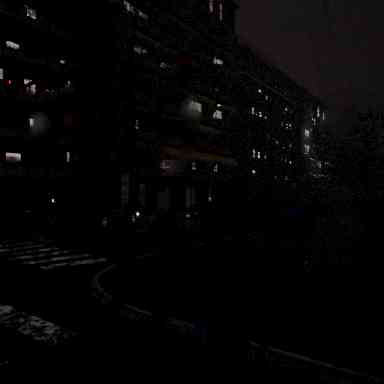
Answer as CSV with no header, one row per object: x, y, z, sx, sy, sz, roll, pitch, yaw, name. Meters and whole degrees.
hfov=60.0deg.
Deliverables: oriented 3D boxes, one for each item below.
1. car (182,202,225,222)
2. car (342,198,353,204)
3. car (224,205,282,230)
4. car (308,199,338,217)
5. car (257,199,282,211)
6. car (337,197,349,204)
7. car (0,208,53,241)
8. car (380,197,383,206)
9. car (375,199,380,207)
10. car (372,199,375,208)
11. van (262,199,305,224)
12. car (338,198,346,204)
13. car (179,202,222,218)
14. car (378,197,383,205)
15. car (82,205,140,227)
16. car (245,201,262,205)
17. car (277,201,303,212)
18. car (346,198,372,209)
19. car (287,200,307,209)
1.131,1.676,28.539,2.128,1.511,4.902,1,0,36,car
40.216,2.220,85.896,1.752,1.417,4.829,1,0,36,car
4.357,1.827,23.162,1.947,1.339,4.313,1,0,36,car
14.212,1.837,36.522,1.967,1.590,4.097,1,0,36,car
10.757,1.743,45.956,1.967,1.590,4.097,1,0,36,car
37.034,2.094,81.580,1.967,1.590,4.097,1,0,36,car
-9.106,1.512,15.412,1.882,1.535,5.008,2,0,44,car
37.202,2.252,67.693,1.887,1.381,4.507,1,0,36,car
33.918,2.104,63.240,1.967,1.590,4.097,1,0,36,car
30.632,2.202,58.786,1.802,1.307,4.206,1,0,36,car
7.643,1.647,27.616,1.690,1.788,3.998,1,0,36,van
33.748,2.177,77.126,1.947,1.339,4.313,1,0,36,car
0.903,1.712,32.596,1.887,1.381,4.507,1,0,36,car
47.059,2.151,81.053,2.192,1.841,5.009,1,0,36,car
-5.667,1.626,23.690,2.008,1.369,4.403,1,0,36,car
7.471,1.840,41.503,1.802,1.307,4.206,1,0,36,car
13.292,1.917,44.940,1.994,1.385,4.181,1,0,37,car
27.351,1.891,54.334,2.192,1.841,5.009,1,0,36,car
17.325,1.974,54.862,1.802,1.307,4.206,1,0,36,car
